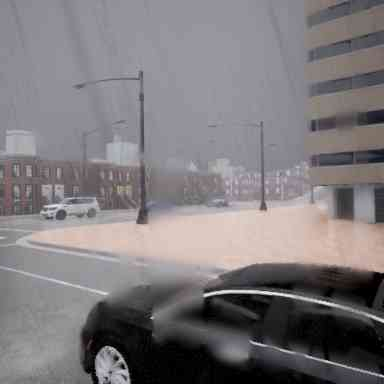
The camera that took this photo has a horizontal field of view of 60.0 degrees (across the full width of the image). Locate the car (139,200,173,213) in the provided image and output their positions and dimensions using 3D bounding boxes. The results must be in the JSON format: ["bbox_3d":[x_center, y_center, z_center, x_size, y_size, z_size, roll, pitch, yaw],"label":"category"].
[{"bbox_3d":[-4.418,1.778,41.342,1.882,1.535,5.008,-1,-1,37],"label":"car"}]

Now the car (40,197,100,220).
[{"bbox_3d":[-11.510,1.528,31.866,2.150,2.045,5.566,-1,-1,37],"label":"car"}]

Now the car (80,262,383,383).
[{"bbox_3d":[0.888,1.508,3.356,4.892,1.490,1.837,1,0,35],"label":"car"}]

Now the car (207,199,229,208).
[{"bbox_3d":[4.206,1.818,52.828,1.812,1.442,4.674,-1,-1,37],"label":"car"}]
